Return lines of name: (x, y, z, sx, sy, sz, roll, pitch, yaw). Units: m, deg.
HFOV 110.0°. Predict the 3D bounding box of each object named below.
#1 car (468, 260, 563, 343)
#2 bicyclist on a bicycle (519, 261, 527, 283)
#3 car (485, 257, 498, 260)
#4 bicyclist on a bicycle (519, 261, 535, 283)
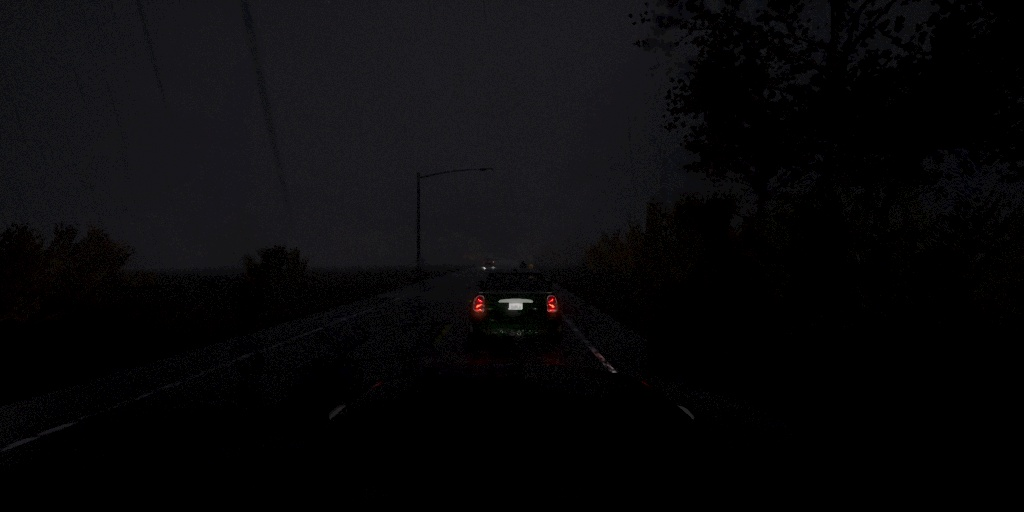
car: (0.073, 1.099, 9.795, 2.097, 1.767, 4.553, 0, 0, 0)
bicyclist on a bicycle: (0.843, 1.193, 27.256, 0.582, 1.620, 1.656, 0, 0, 0)
car: (-4.092, 1.087, 64.583, 2.097, 1.767, 4.553, 0, 0, 0)
bicyclist on a bicycle: (0.905, 1.181, 17.139, 0.866, 1.612, 1.509, 0, 0, 0)
